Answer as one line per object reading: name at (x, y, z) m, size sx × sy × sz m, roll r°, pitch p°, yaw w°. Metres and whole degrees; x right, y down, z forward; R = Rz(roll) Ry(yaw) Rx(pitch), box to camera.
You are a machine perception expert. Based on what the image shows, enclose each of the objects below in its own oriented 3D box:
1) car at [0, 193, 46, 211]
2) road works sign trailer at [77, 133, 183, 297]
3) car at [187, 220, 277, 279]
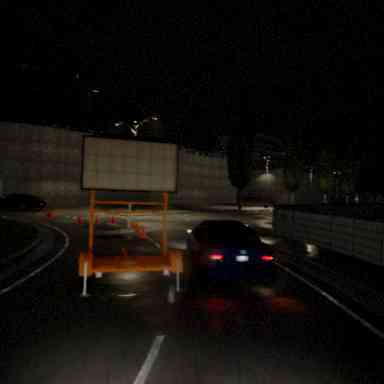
car at (-15.349, 0.832, 29.488) m, size 5.008 × 1.535 × 1.882 m, roll 2°, pitch 0°, yaw 18°
road works sign trailer at (-1.601, 0.386, 8.501) m, size 2.380 × 3.560 × 2.880 m, roll 2°, pitch 0°, yaw -17°
car at (0.931, 1.564, 10.150) m, size 2.033 × 1.411 × 5.357 m, roll 2°, pitch 0°, yaw -5°
